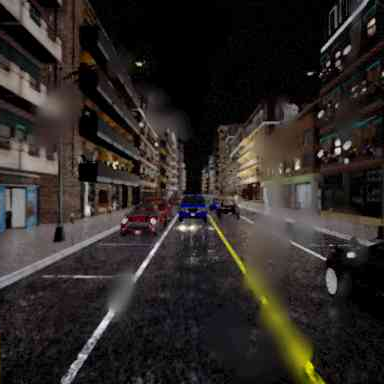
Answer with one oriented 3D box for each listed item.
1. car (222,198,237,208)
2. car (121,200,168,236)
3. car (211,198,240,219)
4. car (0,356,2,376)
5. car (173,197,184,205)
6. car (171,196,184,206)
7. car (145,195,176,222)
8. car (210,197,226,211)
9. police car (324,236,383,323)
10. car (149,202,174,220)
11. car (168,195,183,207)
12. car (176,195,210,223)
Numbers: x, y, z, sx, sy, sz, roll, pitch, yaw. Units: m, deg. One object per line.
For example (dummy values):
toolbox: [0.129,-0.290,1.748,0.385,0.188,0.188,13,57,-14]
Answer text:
car: [5.854,1.623,52.228,1.752,1.417,4.829,0,0,0]
car: [-2.638,1.457,18.272,1.967,1.590,4.097,0,0,0]
car: [3.133,1.549,29.620,2.128,1.511,4.902,0,0,1]
car: [-2.695,1.516,1.191,1.752,1.417,4.829,0,0,0]
car: [-2.489,1.622,63.362,1.887,1.381,4.507,0,0,0]
car: [-2.507,1.510,57.725,1.967,1.590,4.097,0,0,0]
car: [-2.618,1.340,23.908,2.192,1.841,5.009,0,0,0]
car: [3.144,1.638,41.977,1.994,1.385,4.181,0,0,1]
police car: [3.909,1.450,5.670,1.930,1.638,5.238,0,0,0]
car: [-2.602,1.615,29.544,1.802,1.307,4.206,0,0,0]
car: [-2.524,1.378,52.090,2.192,1.841,5.009,0,0,0]
car: [0.091,1.261,26.531,2.150,2.045,5.566,0,0,1]
